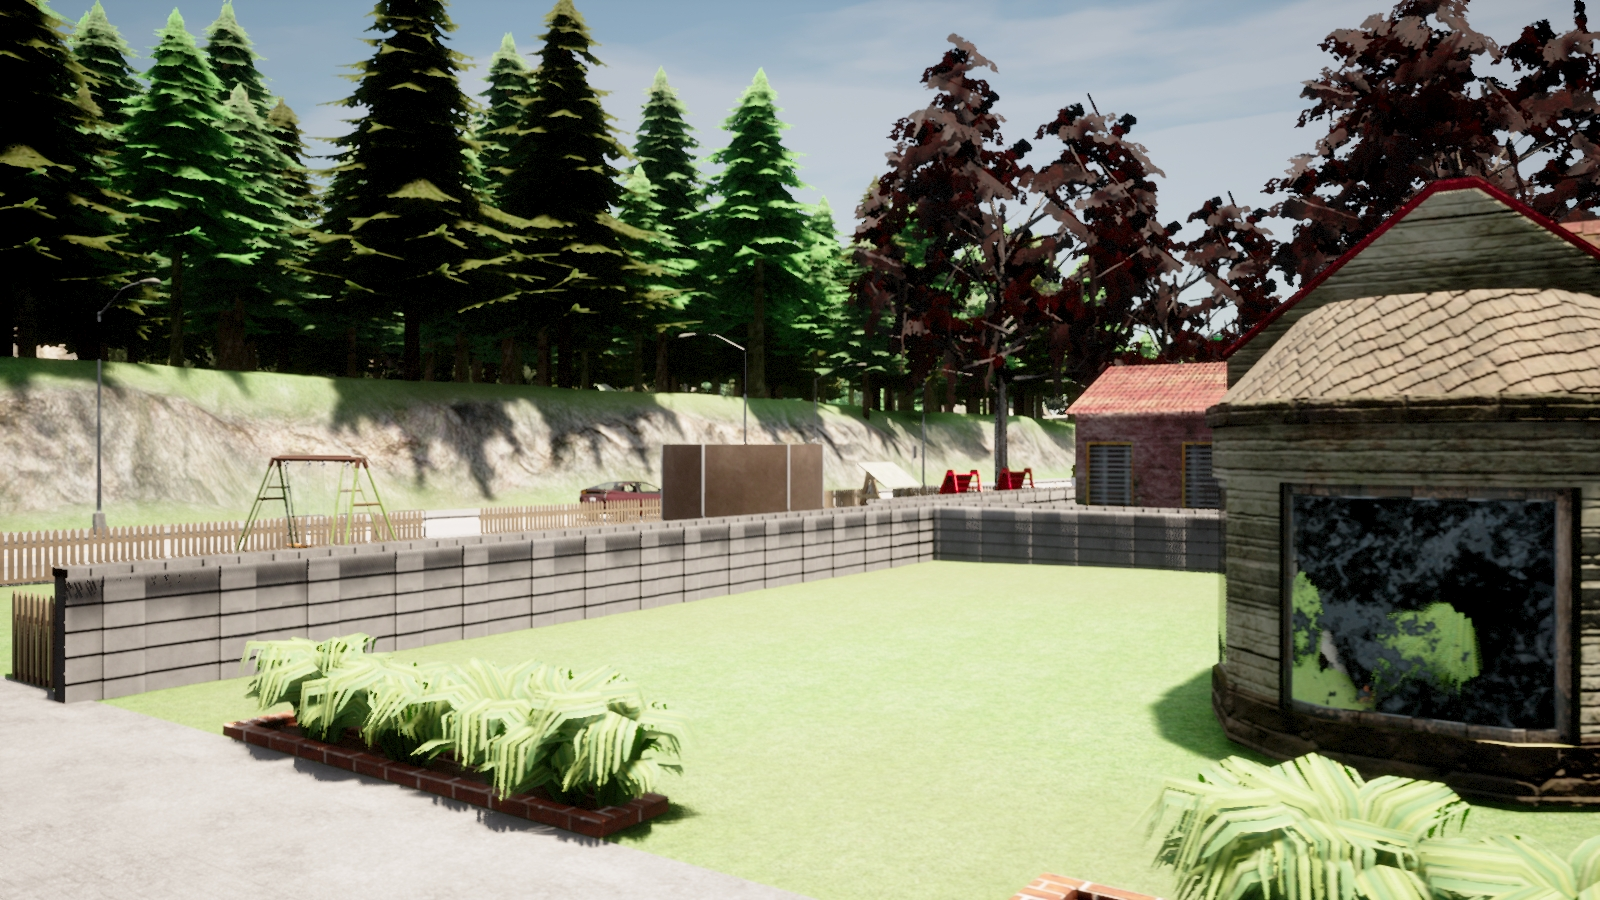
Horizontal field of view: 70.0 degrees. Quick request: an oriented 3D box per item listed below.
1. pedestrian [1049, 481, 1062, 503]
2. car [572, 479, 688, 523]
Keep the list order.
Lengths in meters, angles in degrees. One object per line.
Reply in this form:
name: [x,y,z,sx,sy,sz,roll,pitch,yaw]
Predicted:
pedestrian: [13.282,2.188,59.314,0.500,1.100,0.500,0,0,35]
car: [-6.723,1.985,45.498,2.007,1.525,4.514,0,0,35]
